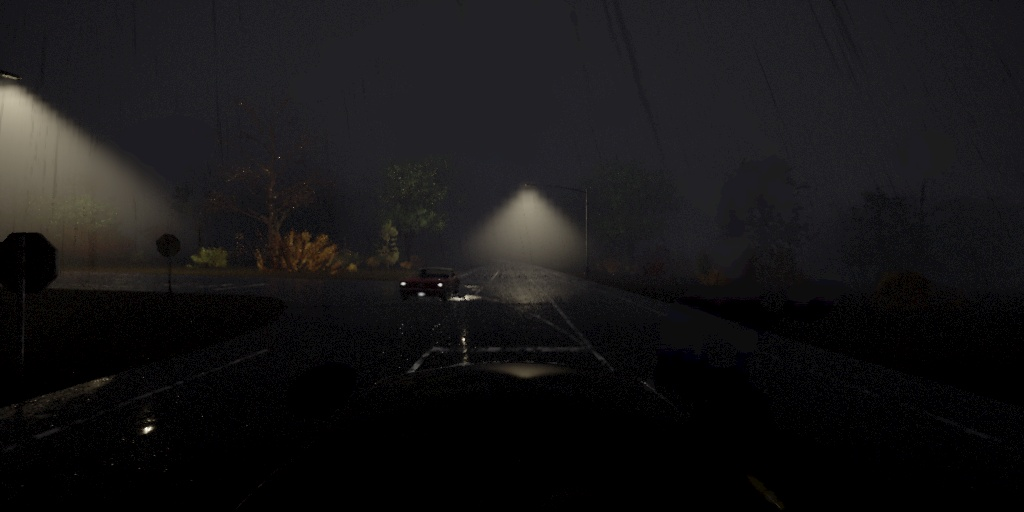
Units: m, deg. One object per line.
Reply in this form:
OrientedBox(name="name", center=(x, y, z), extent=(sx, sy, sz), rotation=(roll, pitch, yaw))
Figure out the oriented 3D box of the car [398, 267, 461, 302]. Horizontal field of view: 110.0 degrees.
OrientedBox(name="car", center=(-3.505, 1.177, 16.042), extent=(1.895, 1.301, 4.718), rotation=(2, 0, 0))
